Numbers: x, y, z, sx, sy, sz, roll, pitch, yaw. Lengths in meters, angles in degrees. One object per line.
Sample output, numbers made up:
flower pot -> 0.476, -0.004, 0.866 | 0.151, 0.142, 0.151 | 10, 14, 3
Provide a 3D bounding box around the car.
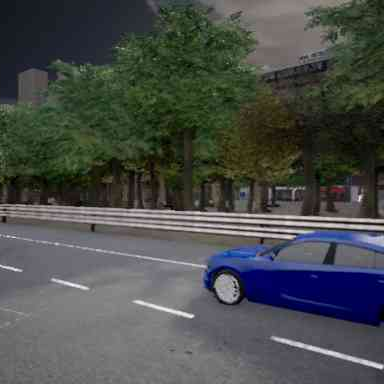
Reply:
car -> 2.536, 1.497, 6.359 | 5.008, 1.535, 1.882 | 0, 0, 36
